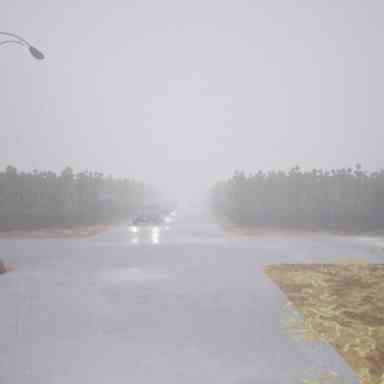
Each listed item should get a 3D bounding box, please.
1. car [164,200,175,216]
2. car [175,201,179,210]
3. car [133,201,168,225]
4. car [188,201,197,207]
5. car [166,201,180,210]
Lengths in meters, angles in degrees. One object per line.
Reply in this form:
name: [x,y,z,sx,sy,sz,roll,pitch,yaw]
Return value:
car: [-3.230,1.726,35.800,1.882,1.535,5.008,0,0,0]
car: [-3.232,1.831,45.378,2.128,1.511,4.902,0,-1,0]
car: [-3.305,1.697,25.869,1.837,1.490,4.892,0,-1,2]
car: [0.037,2.497,69.068,1.895,1.301,4.718,0,-1,0]
car: [-3.213,2.175,56.027,2.033,1.411,5.357,0,-1,0]
